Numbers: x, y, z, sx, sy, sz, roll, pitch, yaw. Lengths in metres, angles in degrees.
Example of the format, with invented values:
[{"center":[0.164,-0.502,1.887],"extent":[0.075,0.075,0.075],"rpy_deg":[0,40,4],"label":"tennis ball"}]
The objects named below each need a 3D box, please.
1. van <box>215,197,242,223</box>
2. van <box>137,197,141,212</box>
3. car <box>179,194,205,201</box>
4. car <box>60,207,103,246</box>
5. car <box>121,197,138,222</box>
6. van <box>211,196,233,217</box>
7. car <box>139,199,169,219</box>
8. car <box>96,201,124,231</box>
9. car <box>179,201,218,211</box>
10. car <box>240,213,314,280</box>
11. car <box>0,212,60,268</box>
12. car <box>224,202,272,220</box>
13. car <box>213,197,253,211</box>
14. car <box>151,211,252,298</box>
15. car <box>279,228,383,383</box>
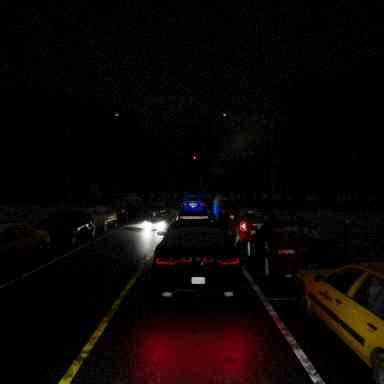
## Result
[{"center":[2.762,1.344,26.134],"extent":[1.690,1.788,3.998],"rpy_deg":[0,0,0],"label":"van"},{"center":[-5.763,1.346,31.572],"extent":[1.690,1.788,3.998],"rpy_deg":[0,0,0],"label":"van"},{"center":[0.025,1.226,29.411],"extent":[2.150,2.045,5.566],"rpy_deg":[0,0,-2],"label":"car"},{"center":[-5.764,1.567,15.259],"extent":[1.947,1.339,4.313],"rpy_deg":[0,0,0],"label":"car"},{"center":[-5.763,1.443,26.134],"extent":[1.967,1.590,4.097],"rpy_deg":[0,0,0],"label":"car"},{"center":[2.763,1.346,31.571],"extent":[1.690,1.788,3.998],"rpy_deg":[0,0,0],"label":"van"},{"center":[-2.999,1.536,28.956],"extent":[2.128,1.511,4.902],"rpy_deg":[0,0,0],"label":"car"},{"center":[-5.763,1.527,20.527],"extent":[1.752,1.417,4.829],"rpy_deg":[0,0,0],"label":"car"},{"center":[0.098,1.493,19.043],"extent":[2.128,1.511,4.902],"rpy_deg":[0,0,0],"label":"car"},{"center":[2.761,1.545,9.821],"extent":[1.887,1.381,4.507],"rpy_deg":[0,0,0],"label":"car"},{"center":[-5.764,1.526,9.652],"extent":[1.752,1.417,4.829],"rpy_deg":[0,0,0],"label":"car"},{"center":[2.761,1.441,15.258],"extent":[1.967,1.590,4.097],"rpy_deg":[0,0,0],"label":"car"},{"center":[2.761,1.317,20.696],"extent":[2.192,1.841,5.009],"rpy_deg":[0,0,0],"label":"car"},{"center":[0.095,1.478,8.600],"extent":[1.882,1.535,5.008],"rpy_deg":[0,0,0],"label":"car"},{"center":[2.760,1.525,4.553],"extent":[1.752,1.417,4.829],"rpy_deg":[0,0,0],"label":"car"}]
